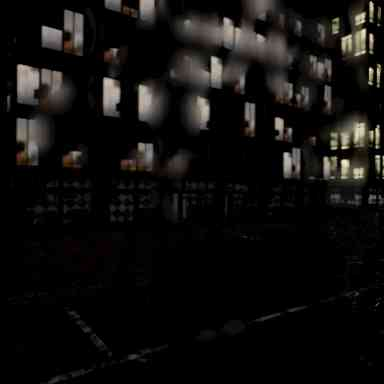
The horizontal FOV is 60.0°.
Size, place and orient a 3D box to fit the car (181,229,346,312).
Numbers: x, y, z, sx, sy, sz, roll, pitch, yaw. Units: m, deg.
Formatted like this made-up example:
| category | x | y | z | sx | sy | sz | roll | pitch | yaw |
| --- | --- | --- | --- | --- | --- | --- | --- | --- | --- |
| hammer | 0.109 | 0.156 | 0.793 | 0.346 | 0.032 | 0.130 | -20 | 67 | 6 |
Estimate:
| category | x | y | z | sx | sy | sz | roll | pitch | yaw |
| --- | --- | --- | --- | --- | --- | --- | --- | --- | --- |
| car | 1.812 | 1.576 | 7.708 | 4.313 | 1.339 | 1.947 | 0 | 0 | -34 |
